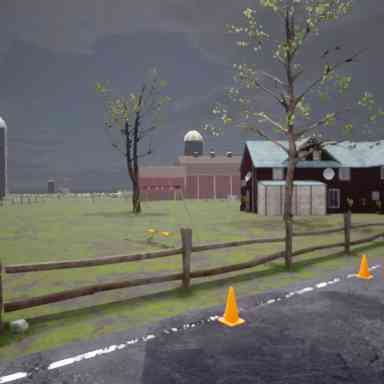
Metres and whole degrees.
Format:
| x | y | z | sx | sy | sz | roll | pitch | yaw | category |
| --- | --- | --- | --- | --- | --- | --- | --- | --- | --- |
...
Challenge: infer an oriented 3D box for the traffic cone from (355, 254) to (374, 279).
| x | y | z | sx | sy | sz | roll | pitch | yaw | category |
| --- | --- | --- | --- | --- | --- | --- | --- | --- | --- |
| 4.563 | 1.952 | 8.808 | 0.340 | 0.580 | 0.340 | 0 | 0 | -39 | traffic cone |

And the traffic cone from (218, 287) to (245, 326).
| x | y | z | sx | sy | sz | roll | pitch | yaw | category |
| --- | --- | --- | --- | --- | --- | --- | --- | --- | --- |
| 0.686 | 1.953 | 5.784 | 0.340 | 0.580 | 0.340 | 0 | 0 | -37 | traffic cone |
